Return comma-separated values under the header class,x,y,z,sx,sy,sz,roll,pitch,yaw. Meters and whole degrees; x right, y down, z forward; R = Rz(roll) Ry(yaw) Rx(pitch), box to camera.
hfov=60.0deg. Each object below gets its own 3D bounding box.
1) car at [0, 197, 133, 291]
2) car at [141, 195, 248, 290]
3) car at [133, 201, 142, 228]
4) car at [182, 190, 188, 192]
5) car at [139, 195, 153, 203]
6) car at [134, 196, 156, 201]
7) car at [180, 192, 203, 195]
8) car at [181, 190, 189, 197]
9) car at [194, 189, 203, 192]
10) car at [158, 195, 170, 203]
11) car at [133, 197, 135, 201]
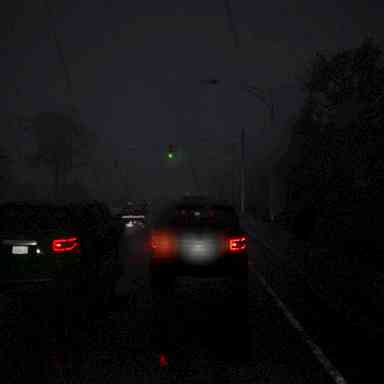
class,x,y,z,sx,sy,sz,roll,pitch,yaw
car,-3.330,1.222,9.185,2.150,2.045,5.566,0,0,1
car,0.171,1.221,9.233,2.150,2.045,5.566,0,0,1
car,-3.175,1.492,19.645,2.128,1.511,4.902,0,0,1
car,-2.036,1.053,77.274,2.033,1.411,5.357,0,3,1
car,-9.275,1.409,67.305,1.882,1.535,5.008,0,1,2
car,-6.312,1.601,46.378,1.895,1.301,4.718,0,0,1
car,0.331,1.223,19.694,2.150,2.045,5.566,0,0,1
car,-1.807,0.294,87.686,1.882,1.535,5.008,0,3,1
car,1.472,0.850,77.573,2.097,1.767,4.553,0,3,1
car,-5.729,1.442,68.728,2.033,1.411,5.357,0,2,1
car,-9.789,1.564,47.373,1.994,1.385,4.181,0,0,1
